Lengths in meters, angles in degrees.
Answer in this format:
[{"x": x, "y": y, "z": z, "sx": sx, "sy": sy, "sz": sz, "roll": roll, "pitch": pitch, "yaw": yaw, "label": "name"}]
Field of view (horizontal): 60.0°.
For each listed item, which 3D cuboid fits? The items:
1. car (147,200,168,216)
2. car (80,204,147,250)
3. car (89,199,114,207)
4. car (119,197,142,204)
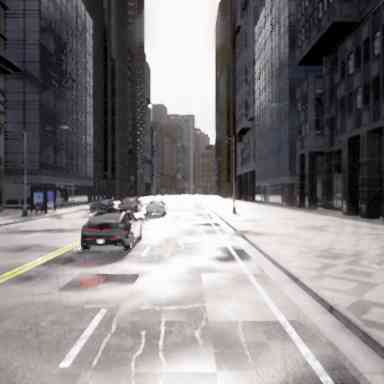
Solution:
[{"x": -3.453, "y": 1.501, "z": 32.736, "sx": 1.812, "sy": 1.442, "sz": 4.674, "roll": 0, "pitch": 0, "yaw": -1, "label": "car"}, {"x": -3.275, "y": 1.501, "z": 14.239, "sx": 1.837, "sy": 1.490, "sz": 4.892, "roll": 0, "pitch": 0, "yaw": -1, "label": "car"}, {"x": -10.109, "y": 1.538, "z": 37.754, "sx": 2.033, "sy": 1.411, "sz": 5.357, "roll": 0, "pitch": 0, "yaw": 0, "label": "car"}, {"x": -6.859, "y": 1.332, "z": 37.021, "sx": 2.097, "sy": 1.767, "sz": 4.553, "roll": 0, "pitch": 0, "yaw": 0, "label": "car"}]
